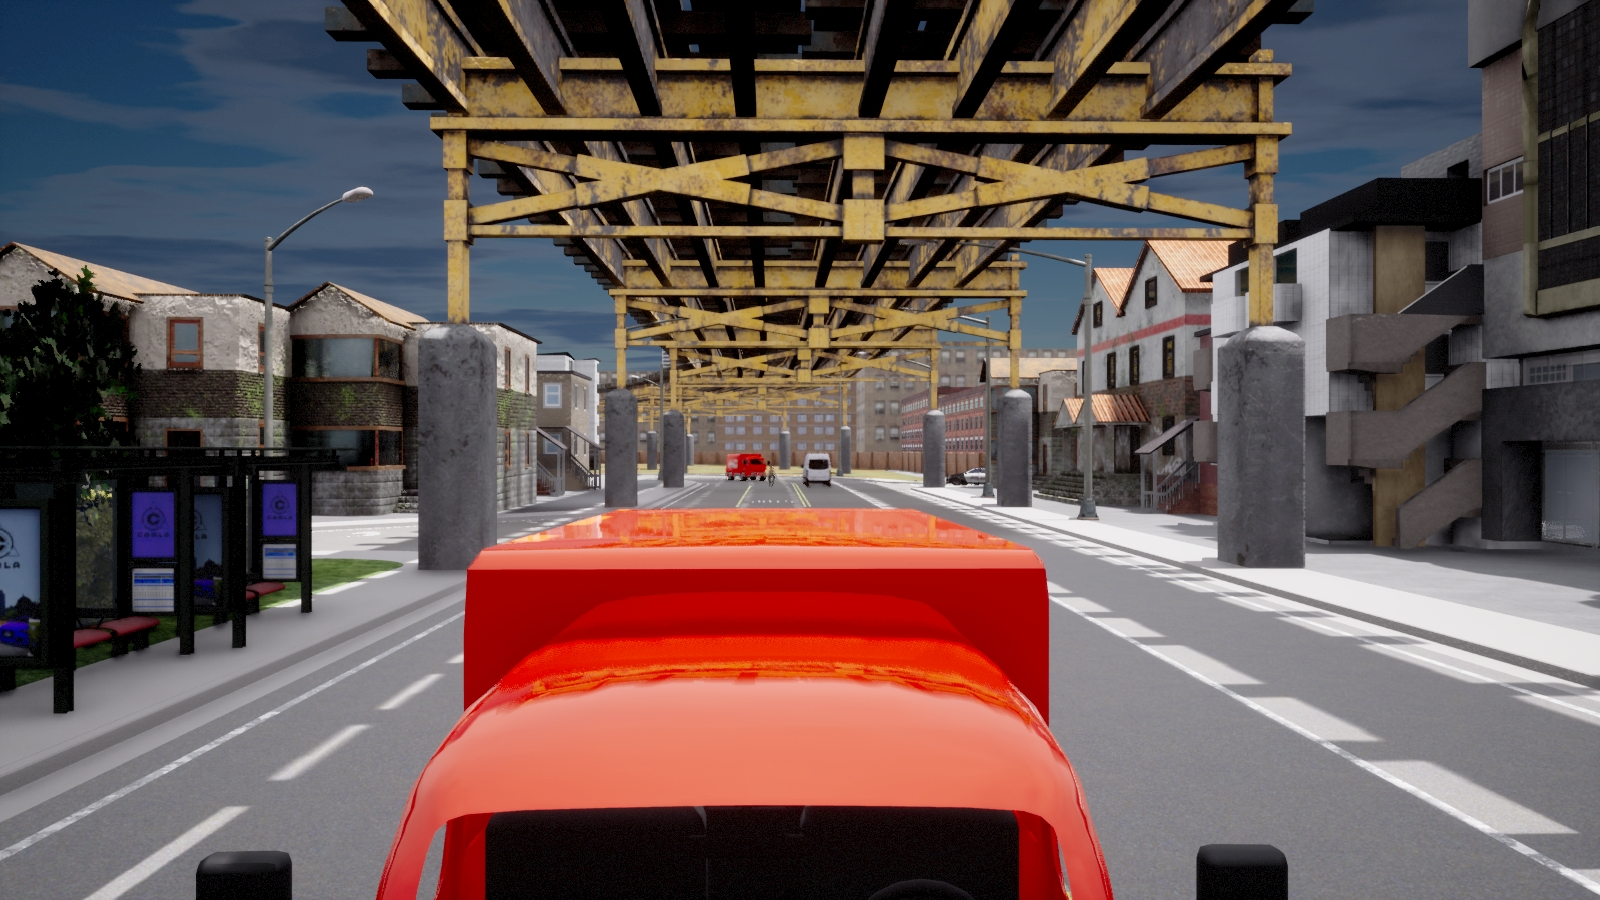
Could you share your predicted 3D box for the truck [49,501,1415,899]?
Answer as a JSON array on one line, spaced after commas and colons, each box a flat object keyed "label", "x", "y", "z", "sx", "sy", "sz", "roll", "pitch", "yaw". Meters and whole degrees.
[{"label": "truck", "x": -0.167, "y": 1.568, "z": 4.802, "sx": 2.627, "sy": 2.467, "sz": 5.204, "roll": 0, "pitch": 0, "yaw": -1}]
